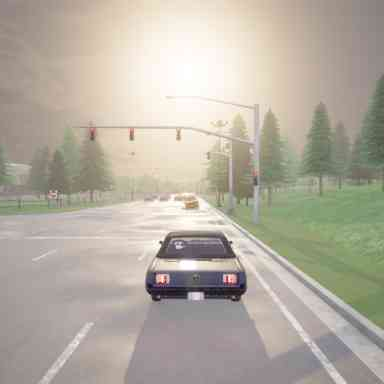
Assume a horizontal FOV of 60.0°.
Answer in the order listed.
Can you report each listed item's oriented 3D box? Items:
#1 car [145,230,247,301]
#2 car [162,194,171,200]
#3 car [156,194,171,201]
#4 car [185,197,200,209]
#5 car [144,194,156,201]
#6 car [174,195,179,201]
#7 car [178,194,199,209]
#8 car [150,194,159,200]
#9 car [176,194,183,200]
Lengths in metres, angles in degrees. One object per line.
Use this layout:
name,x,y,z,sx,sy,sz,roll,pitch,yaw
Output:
car,0.095,1.601,8.256,1.895,1.301,4.718,0,0,0
car,-6.824,1.372,90.977,2.033,1.411,5.357,0,0,0
car,-6.844,1.531,80.557,2.033,1.411,5.357,0,0,0
car,0.092,1.591,49.921,2.033,1.411,5.357,0,2,0
car,-10.344,1.531,80.564,2.033,1.411,5.357,0,0,0
car,-3.343,1.545,80.967,1.994,1.385,4.181,0,0,0
car,-0.292,1.059,46.533,1.882,1.535,5.008,-11,16,-6
car,-10.324,1.332,90.984,1.837,1.490,4.892,0,0,0
car,-3.324,1.357,90.971,1.812,1.442,4.674,0,0,0
